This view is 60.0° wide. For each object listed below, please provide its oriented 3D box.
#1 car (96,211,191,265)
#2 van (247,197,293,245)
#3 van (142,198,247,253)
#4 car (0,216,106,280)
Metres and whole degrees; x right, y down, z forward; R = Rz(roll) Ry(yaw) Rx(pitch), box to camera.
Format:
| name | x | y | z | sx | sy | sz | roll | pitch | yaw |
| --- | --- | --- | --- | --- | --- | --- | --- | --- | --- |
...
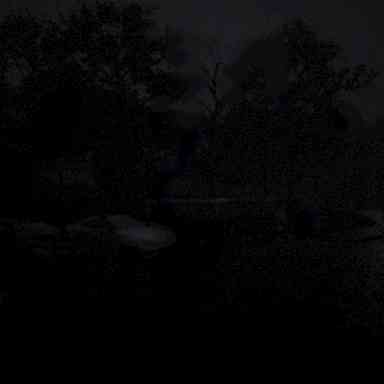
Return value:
| name | x | y | z | sx | sy | sz | roll | pitch | yaw |
| --- | --- | --- | --- | --- | --- | --- | --- | --- | --- |
| car | -2.625 | 1.517 | 11.711 | 4.674 | 1.452 | 2.002 | -1 | -1 | 34 |
| van | 2.263 | 1.244 | 15.070 | 4.442 | 1.987 | 1.878 | -1 | -1 | 34 |
| van | -0.331 | 1.250 | 13.482 | 4.442 | 1.987 | 1.878 | -1 | 0 | 34 |
| car | -5.019 | 1.523 | 9.995 | 4.674 | 1.452 | 2.002 | -1 | -1 | 34 |
